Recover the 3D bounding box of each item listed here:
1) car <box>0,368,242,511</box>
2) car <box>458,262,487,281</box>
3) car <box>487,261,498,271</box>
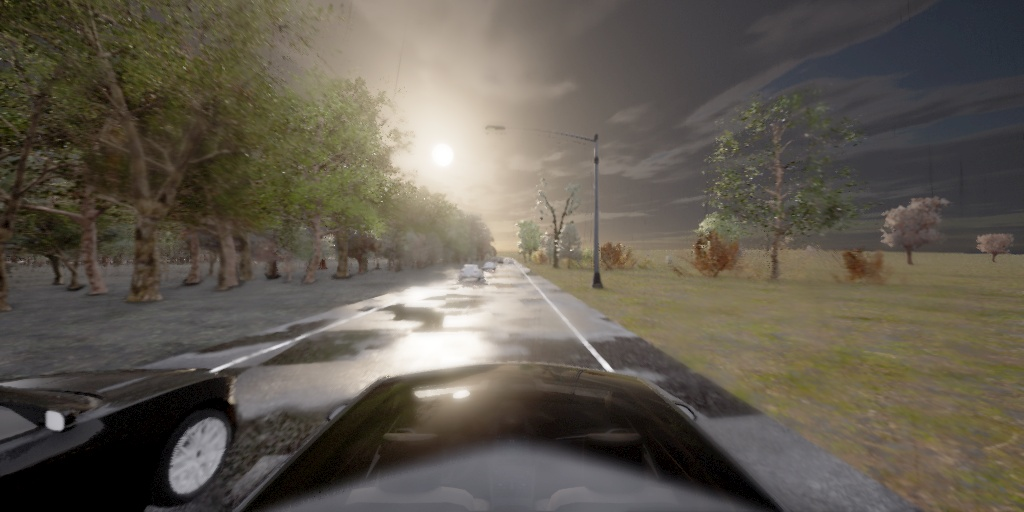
[{"bbox_3d":[-3.498,1.239,1.362,1.882,1.535,5.008,0,-1,0],"label":"car"},{"bbox_3d":[-3.574,1.473,32.074,1.812,1.442,4.674,0,0,0],"label":"car"},{"bbox_3d":[-3.640,1.633,58.952,1.812,1.442,4.674,0,0,0],"label":"car"}]
